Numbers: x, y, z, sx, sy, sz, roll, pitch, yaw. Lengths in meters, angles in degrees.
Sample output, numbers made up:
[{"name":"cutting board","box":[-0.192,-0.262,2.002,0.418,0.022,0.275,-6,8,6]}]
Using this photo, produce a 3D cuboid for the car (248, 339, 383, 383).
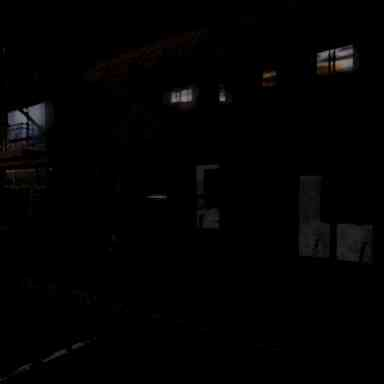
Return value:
[{"name":"car","box":[1.986,1.442,1.457,4.097,1.590,1.967,0,0,36]}]
